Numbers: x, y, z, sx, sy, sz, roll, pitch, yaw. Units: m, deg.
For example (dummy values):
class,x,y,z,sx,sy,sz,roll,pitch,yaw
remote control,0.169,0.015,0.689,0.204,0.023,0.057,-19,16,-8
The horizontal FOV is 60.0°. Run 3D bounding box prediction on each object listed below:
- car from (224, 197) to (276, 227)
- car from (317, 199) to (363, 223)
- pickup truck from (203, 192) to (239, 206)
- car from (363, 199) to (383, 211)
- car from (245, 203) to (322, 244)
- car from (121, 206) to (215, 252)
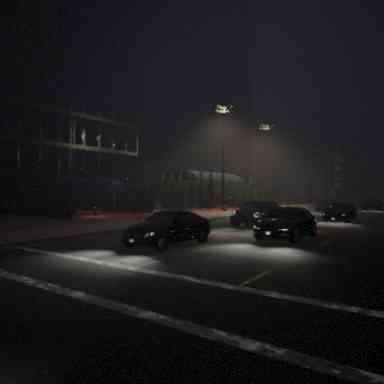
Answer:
class,x,y,z,sx,sy,sz,roll,pitch,yaw
car,4.290,1.363,21.782,2.097,1.767,4.553,0,0,35
car,11.776,1.554,26.333,2.033,1.411,5.357,0,0,35
pickup truck,3.787,1.083,43.698,6.274,2.098,2.390,0,0,-24
car,22.779,1.575,41.809,2.033,1.411,5.357,0,0,35
car,4.623,1.511,16.164,1.837,1.490,4.892,0,0,35
car,-0.936,1.536,14.333,1.812,1.442,4.674,0,0,35
